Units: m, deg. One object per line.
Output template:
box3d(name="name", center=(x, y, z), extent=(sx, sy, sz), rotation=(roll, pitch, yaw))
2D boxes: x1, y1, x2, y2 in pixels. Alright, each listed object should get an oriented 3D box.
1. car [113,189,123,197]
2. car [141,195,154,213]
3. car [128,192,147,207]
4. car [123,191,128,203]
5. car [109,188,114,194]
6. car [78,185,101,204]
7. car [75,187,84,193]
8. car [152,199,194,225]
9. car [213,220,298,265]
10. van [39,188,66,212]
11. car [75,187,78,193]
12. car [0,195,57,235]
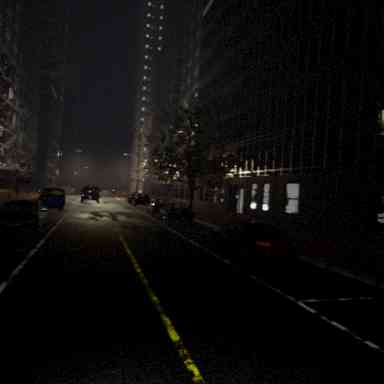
box3d(name="car", center=(-14.155, 0.311, 66.395), extent=(1.887, 1.381, 4.507), rotation=(4, 0, -17))
box3d(name="car", center=(-2.762, 1.249, 28.222), extent=(2.008, 1.369, 4.403), rotation=(4, 0, -17))
box3d(name="car", center=(-6.011, 0.875, 39.128), extent=(1.967, 1.590, 4.097), rotation=(4, 0, -17))
box3d(name="car", center=(-7.639, 0.743, 44.581), extent=(1.967, 1.590, 4.097), rotation=(4, 0, -17))
box3d(name="car", center=(-19.039, -0.082, 82.754), extent=(1.947, 1.339, 4.313), rotation=(4, 0, -17))
box3d(name="car", center=(-12.287, 0.258, 40.334), extent=(2.150, 2.045, 5.566), rotation=(3, 0, -17))
box3d(name="car", center=(-27.056, -0.551, 80.357), extent=(1.802, 1.307, 4.206), rotation=(4, 0, -17))
box3d(name="car", center=(-1.134, 1.378, 22.769), extent=(2.008, 1.369, 4.403), rotation=(4, 0, -17))
box3d(name="car", center=(2.120, 1.662, 11.863), extent=(1.802, 1.307, 4.206), rotation=(3, 0, -17))
box3d(name="van", center=(-10.764, 0.555, 25.821), extent=(1.690, 1.788, 3.998), rotation=(4, 0, -17))
box3d(name="car", center=(-25.425, -0.449, 74.903), extent=(1.887, 1.381, 4.507), rotation=(4, 0, -17))
box3d(name="car", center=(-7.521, 1.020, 14.915), extent=(2.008, 1.369, 4.403), rotation=(3, 0, -17))
